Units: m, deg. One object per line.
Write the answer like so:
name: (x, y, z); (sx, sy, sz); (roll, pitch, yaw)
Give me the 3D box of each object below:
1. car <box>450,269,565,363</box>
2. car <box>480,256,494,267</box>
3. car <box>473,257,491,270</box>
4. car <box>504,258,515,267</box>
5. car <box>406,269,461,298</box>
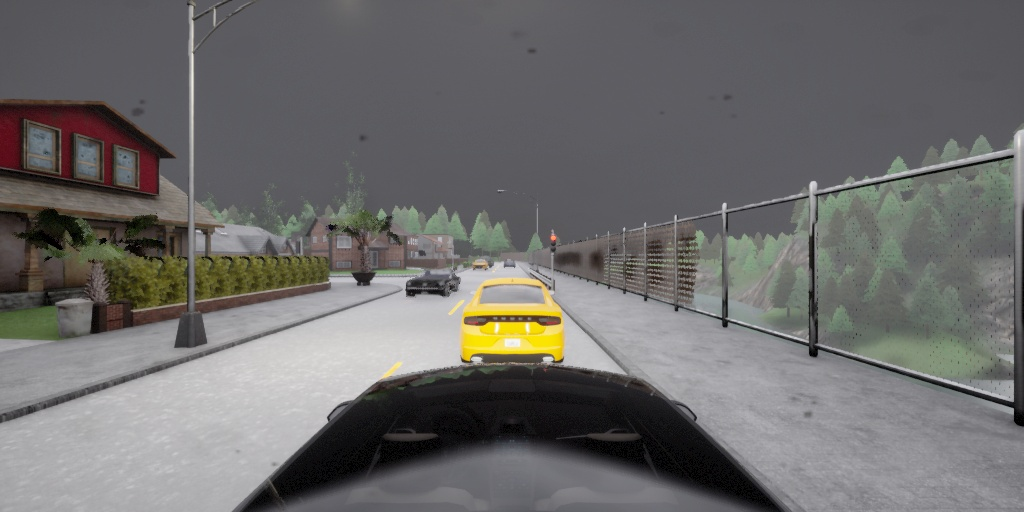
car: (0.006, 1.228, 8.171); (1.882, 1.535, 5.008); (0, 0, 0)
car: (-4.582, 0.971, 61.373); (2.150, 2.045, 5.566); (0, 0, 0)
car: (-4.517, 1.228, 51.430); (1.882, 1.535, 5.008); (0, 0, 0)
car: (-0.432, 1.314, 64.329); (1.994, 1.385, 4.181); (0, 0, 0)
car: (-3.870, 1.351, 18.366); (1.895, 1.301, 4.718); (0, 0, 1)
